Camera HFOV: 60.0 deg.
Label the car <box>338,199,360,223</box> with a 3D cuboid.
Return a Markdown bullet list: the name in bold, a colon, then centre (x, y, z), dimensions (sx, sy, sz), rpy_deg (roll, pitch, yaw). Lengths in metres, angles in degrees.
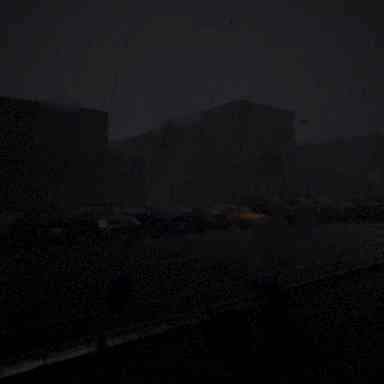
- **car**: centre (9.295, 1.224, 25.513), dimensions (2.435, 2.045, 5.566), rpy_deg (1, 0, -36)

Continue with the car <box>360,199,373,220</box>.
- **car**: centre (11.521, 1.498, 27.136), dimensions (2.097, 1.535, 5.008), rpy_deg (1, 0, -36)

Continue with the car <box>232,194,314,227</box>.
- **car**: centre (4.816, 1.195, 22.303), dimensions (2.435, 2.045, 5.566), rpy_deg (0, 0, -36)

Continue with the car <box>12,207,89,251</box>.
- **car**: centre (-6.418, 1.498, 14.322), dimensions (2.163, 1.488, 4.792), rpy_deg (0, 0, -36)

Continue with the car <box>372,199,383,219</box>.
- **car**: centre (13.737, 1.561, 28.767), dimensions (2.163, 1.488, 4.792), rpy_deg (1, -1, -36)

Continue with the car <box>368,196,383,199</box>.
- **car**: centre (15.979, 1.441, 30.376), dimensions (2.185, 1.767, 4.553), rpy_deg (1, -1, -36)

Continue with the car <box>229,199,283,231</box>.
- **car**: centre (2.670, 1.437, 20.571), dimensions (1.946, 1.575, 5.366), rpy_deg (0, 0, -36)

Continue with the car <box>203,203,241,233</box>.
- **car**: centre (0.322, 1.483, 19.113), dimensions (2.002, 1.452, 4.674), rpy_deg (0, 0, -36)

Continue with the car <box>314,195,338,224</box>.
- **car**: centre (7.058, 1.204, 23.909), dimensions (2.435, 2.045, 5.566), rpy_deg (0, 0, -36)

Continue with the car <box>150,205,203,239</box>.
- **car**: centre (-1.915, 1.449, 17.506), dimensions (2.097, 1.535, 5.008), rpy_deg (0, 0, -36)

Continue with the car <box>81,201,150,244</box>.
- **car**: centre (-4.178, 1.333, 15.929), dimensions (2.185, 1.767, 4.553), rpy_deg (0, 0, -36)
